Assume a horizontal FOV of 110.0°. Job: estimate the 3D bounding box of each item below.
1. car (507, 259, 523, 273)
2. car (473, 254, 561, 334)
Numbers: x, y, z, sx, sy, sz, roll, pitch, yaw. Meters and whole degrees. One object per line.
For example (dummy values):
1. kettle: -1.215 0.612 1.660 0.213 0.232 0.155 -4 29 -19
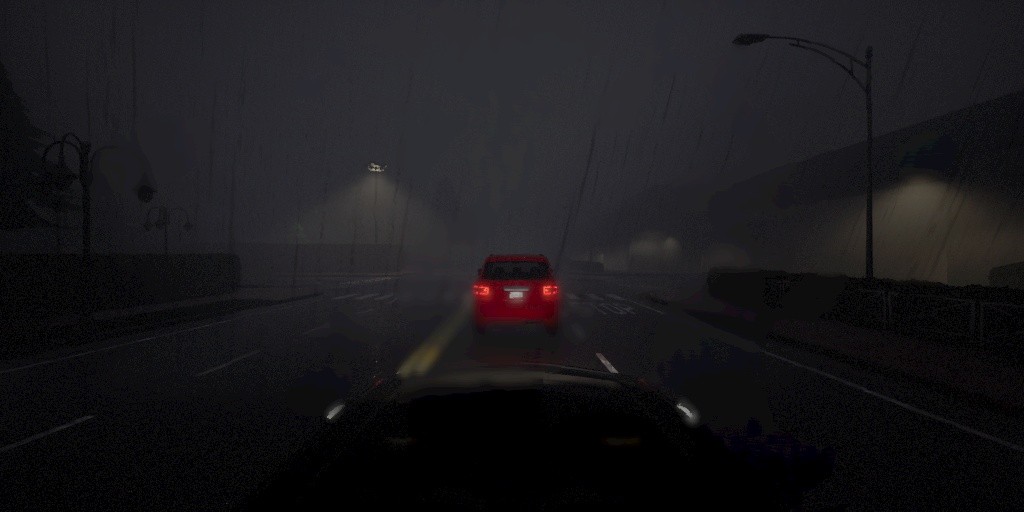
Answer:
1. car: 0.350 1.228 45.580 1.882 1.535 5.008 0 0 1
2. car: 0.120 0.971 10.727 2.150 2.045 5.566 0 0 0
